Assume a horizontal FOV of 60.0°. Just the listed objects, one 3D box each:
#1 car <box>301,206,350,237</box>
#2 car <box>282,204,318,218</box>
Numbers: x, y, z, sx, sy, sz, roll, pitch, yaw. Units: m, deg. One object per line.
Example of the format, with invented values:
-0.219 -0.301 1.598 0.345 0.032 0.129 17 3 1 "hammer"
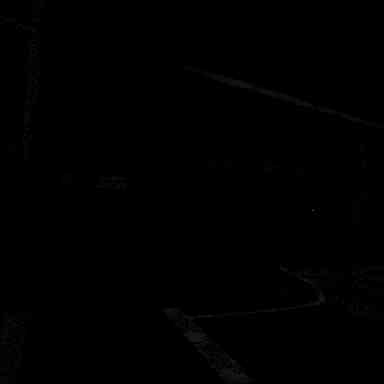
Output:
9.465 2.043 23.304 1.905 1.878 3.866 4 0 -23 "car"
15.306 2.622 47.334 2.128 1.511 4.902 4 0 -22 "car"
